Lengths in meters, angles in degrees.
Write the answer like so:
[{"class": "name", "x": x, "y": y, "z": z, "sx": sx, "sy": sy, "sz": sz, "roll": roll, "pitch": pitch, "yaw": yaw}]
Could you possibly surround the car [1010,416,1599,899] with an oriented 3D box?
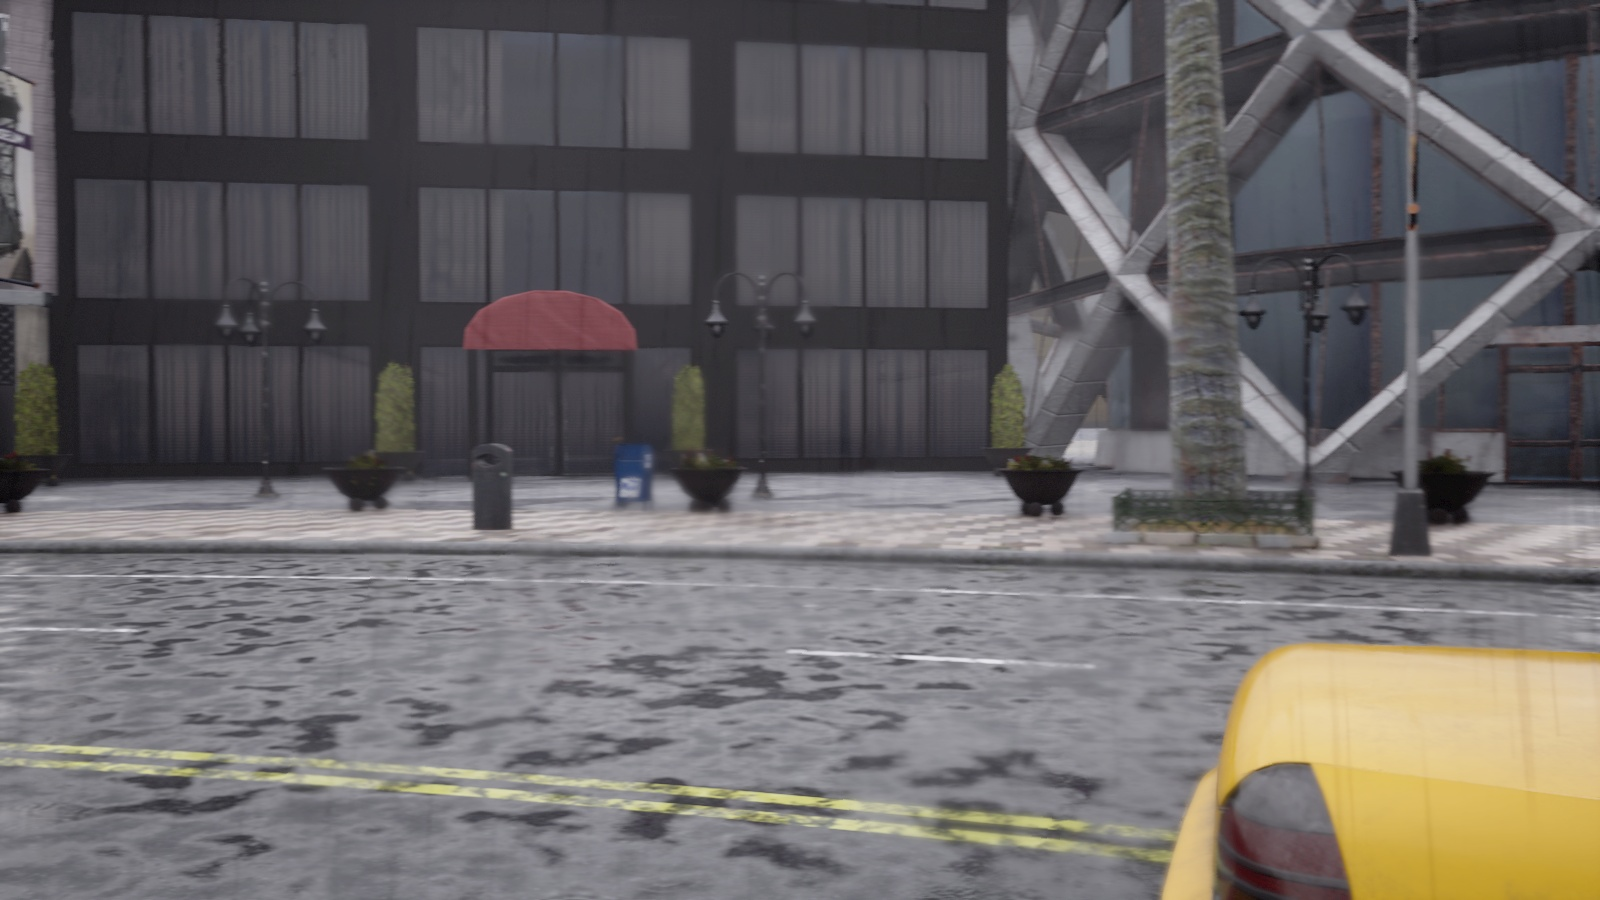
[{"class": "car", "x": 3.193, "y": 0.740, "z": 2.018, "sx": 5.366, "sy": 1.575, "sz": 1.801, "roll": 1, "pitch": 1, "yaw": 22}]
